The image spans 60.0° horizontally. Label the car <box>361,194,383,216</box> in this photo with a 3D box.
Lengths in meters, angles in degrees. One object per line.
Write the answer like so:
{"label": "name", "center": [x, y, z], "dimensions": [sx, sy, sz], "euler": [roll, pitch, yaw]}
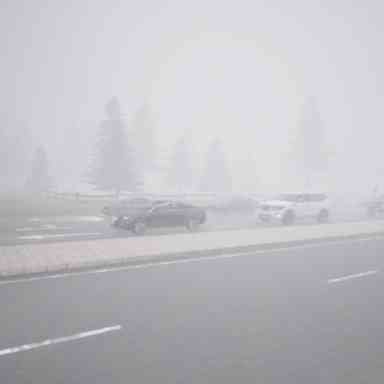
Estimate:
{"label": "car", "center": [17.318, 1.072, 28.457], "dimensions": [5.566, 2.045, 2.150], "euler": [1, 1, -32]}

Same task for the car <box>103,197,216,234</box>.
{"label": "car", "center": [-1.557, 1.166, 16.589], "dimensions": [4.902, 1.511, 2.128], "euler": [1, 1, -32]}

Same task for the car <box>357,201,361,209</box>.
{"label": "car", "center": [21.452, 1.272, 39.267], "dimensions": [4.674, 1.442, 1.812], "euler": [0, 1, -31]}

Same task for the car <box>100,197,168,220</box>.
{"label": "car", "center": [-4.049, 1.073, 23.293], "dimensions": [4.181, 1.385, 1.994], "euler": [1, 1, -32]}

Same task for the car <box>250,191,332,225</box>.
{"label": "car", "center": [6.799, 0.973, 21.843], "dimensions": [5.566, 2.045, 2.150], "euler": [1, 1, -32]}

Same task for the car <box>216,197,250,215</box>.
{"label": "car", "center": [3.747, 1.129, 28.202], "dimensions": [5.357, 1.411, 2.033], "euler": [1, 1, -32]}

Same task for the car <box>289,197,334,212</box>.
{"label": "car", "center": [12.031, 1.222, 33.399], "dimensions": [4.181, 1.385, 1.994], "euler": [1, 1, -31]}
